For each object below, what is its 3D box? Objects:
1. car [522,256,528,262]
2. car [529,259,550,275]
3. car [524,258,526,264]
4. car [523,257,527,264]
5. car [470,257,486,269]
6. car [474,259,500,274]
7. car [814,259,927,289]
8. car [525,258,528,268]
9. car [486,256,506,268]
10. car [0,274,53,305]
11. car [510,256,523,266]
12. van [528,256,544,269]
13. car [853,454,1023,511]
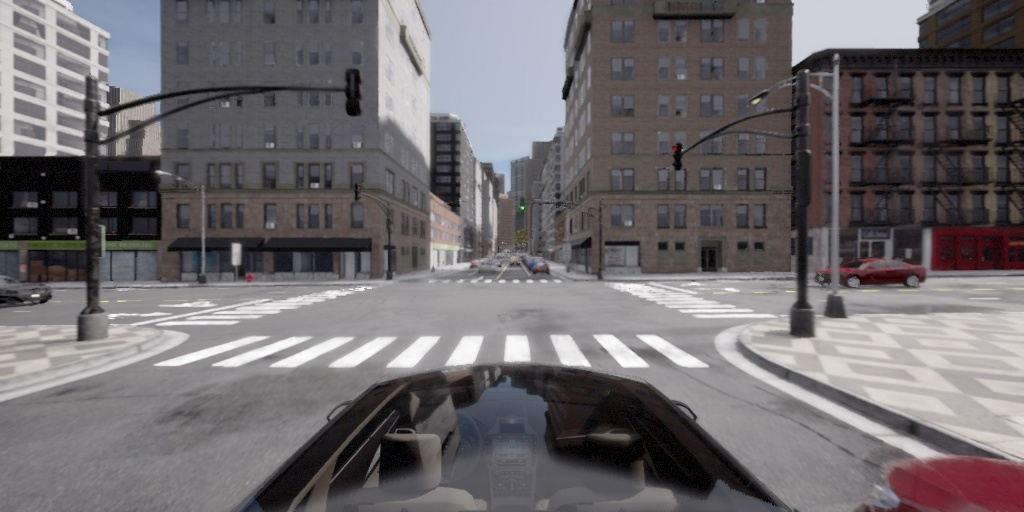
[{"bbox_3d":[3.295,1.161,65.228,1.802,1.307,4.207,0,0,1],"label":"car"},{"bbox_3d":[3.048,1.271,37.461,1.802,1.307,4.207,0,0,1],"label":"car"},{"bbox_3d":[3.197,1.222,54.121,1.802,1.307,4.207,0,0,1],"label":"car"},{"bbox_3d":[3.246,1.195,59.672,1.802,1.307,4.207,0,0,1],"label":"car"},{"bbox_3d":[-5.329,1.222,54.199,1.802,1.307,4.207,0,0,1],"label":"car"},{"bbox_3d":[-2.768,1.281,40.627,1.895,1.301,4.718,0,0,1],"label":"car"},{"bbox_3d":[19.311,0.926,19.472,5.008,1.535,1.882,-1,0,0],"label":"car"},{"bbox_3d":[3.147,1.204,48.564,1.888,1.381,4.507,0,0,1],"label":"car"},{"bbox_3d":[-2.591,1.119,56.731,2.128,1.511,4.902,0,0,1],"label":"car"},{"bbox_3d":[-23.953,1.542,16.179,5.008,1.535,1.882,-1,0,1],"label":"car"},{"bbox_3d":[0.535,1.178,65.512,1.895,1.301,4.718,0,0,1],"label":"car"},{"bbox_3d":[3.097,1.015,43.013,1.690,1.789,3.998,0,0,1],"label":"van"},{"bbox_3d":[2.762,1.332,0.250,1.802,1.307,4.207,0,0,0],"label":"car"}]
